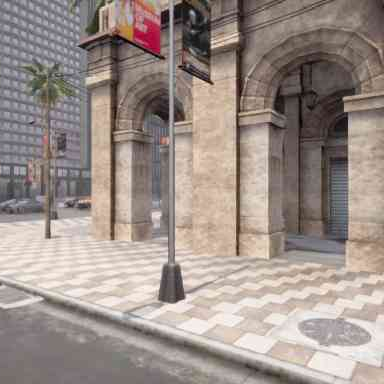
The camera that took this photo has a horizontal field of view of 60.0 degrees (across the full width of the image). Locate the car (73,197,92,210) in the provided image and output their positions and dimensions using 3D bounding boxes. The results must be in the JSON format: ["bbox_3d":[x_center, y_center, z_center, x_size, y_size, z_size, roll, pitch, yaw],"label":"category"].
[{"bbox_3d":[-12.285,1.601,42.571,1.895,1.301,4.718,0,0,35],"label":"car"}]

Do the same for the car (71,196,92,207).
[{"bbox_3d":[-13.915,1.352,46.300,2.097,1.767,4.553,0,0,35],"label":"car"}]

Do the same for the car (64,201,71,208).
[{"bbox_3d":[-16.192,1.513,48.434,2.161,1.482,4.786,0,0,35],"label":"car"}]

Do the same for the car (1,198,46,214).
[{"bbox_3d":[-17.418,1.564,35.396,1.994,1.385,4.181,0,0,36],"label":"car"}]

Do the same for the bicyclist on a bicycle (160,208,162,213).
[{"bbox_3d":[-2.370,1.300,31.537,1.656,1.620,0.582,0,0,36],"label":"bicyclist on a bicycle"}]

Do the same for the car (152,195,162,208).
[{"bbox_3d":[-5.914,1.525,45.112,1.812,1.442,4.674,0,0,36],"label":"car"}]
